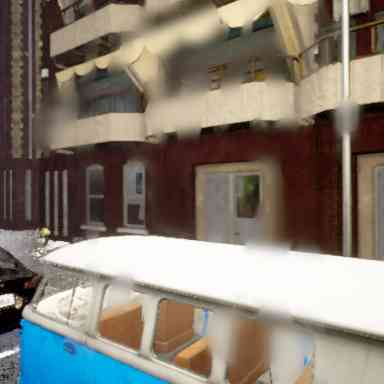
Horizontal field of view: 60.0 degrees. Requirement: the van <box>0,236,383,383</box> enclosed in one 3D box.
[{"bbox_3d":[0.287,1.338,2.529,3.998,1.788,1.690,0,0,35],"label":"van"}]
